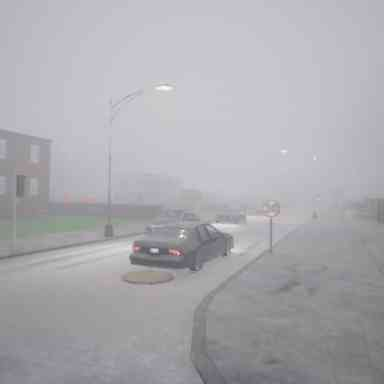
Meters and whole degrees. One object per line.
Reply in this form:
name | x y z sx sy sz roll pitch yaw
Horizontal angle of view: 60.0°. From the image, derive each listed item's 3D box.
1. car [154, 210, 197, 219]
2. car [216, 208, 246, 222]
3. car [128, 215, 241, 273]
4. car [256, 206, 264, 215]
car | -0.994 1.820 19.908 2.128 1.511 4.902 0 -1 23
car | 3.573 2.133 30.527 1.994 1.385 4.181 0 -1 23
car | -0.079 1.750 11.649 2.033 1.411 5.357 0 -1 23
car | 10.144 2.515 45.666 1.895 1.301 4.718 0 -1 24
